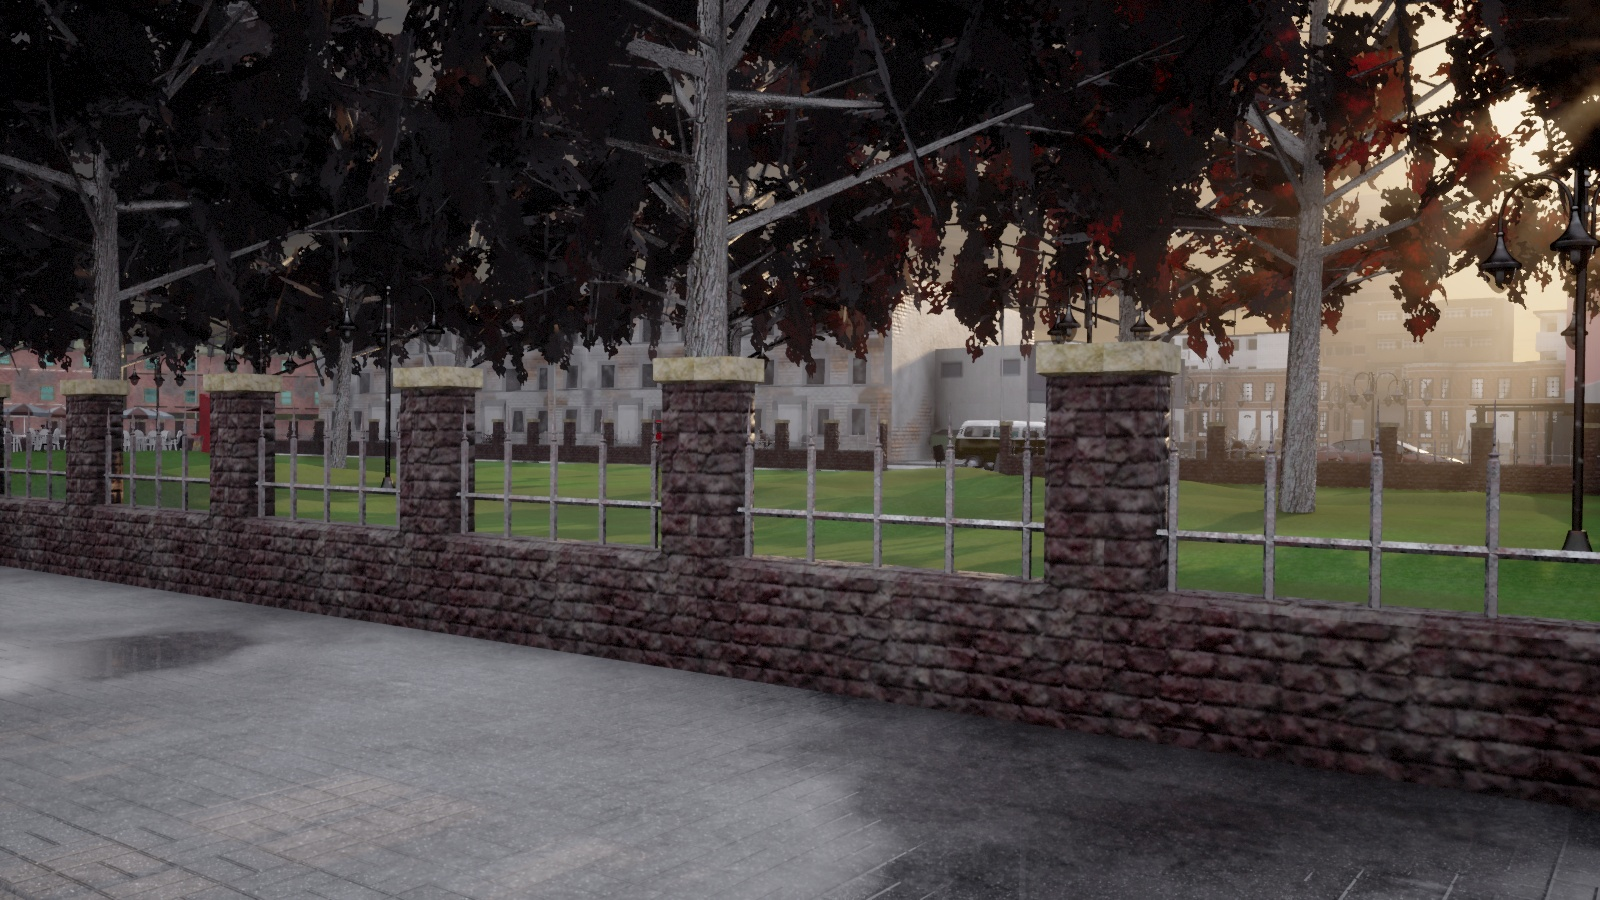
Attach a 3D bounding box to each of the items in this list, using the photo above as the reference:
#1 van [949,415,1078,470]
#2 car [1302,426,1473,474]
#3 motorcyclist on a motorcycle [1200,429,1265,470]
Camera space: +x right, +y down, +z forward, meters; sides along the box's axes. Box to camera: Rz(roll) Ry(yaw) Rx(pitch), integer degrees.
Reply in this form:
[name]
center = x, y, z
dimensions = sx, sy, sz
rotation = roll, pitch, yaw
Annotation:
[van]
center = 8.308, -0.290, 49.023
dimensions = 4.480, 2.038, 2.069
rotation = 0, 1, 35
[car]
center = 19.258, -0.006, 41.237
dimensions = 4.792, 1.488, 2.163
rotation = 0, 1, 35
[motorcyclist on a motorcycle]
center = 16.563, -0.040, 48.064
dimensions = 2.191, 1.530, 0.866
rotation = 0, 1, 35
